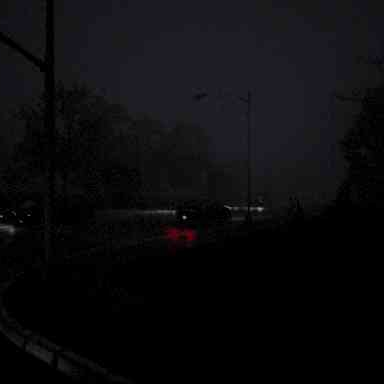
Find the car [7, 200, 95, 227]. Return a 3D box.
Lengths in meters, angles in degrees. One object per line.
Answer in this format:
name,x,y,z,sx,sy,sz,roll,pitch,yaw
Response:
car,-8.499,1.375,20.753,1.895,1.301,4.718,0,0,34

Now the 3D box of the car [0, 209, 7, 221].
car,-10.934,1.280,23.388,1.812,1.442,4.674,0,0,34

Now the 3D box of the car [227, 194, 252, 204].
car,7.515,1.015,52.249,2.128,1.511,4.902,0,0,32

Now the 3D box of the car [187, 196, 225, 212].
car,1.636,1.264,36.484,1.882,1.535,5.008,0,0,32

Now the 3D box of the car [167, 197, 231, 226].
car,0.856,1.308,22.039,2.128,1.511,4.902,0,0,33

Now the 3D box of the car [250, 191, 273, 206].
car,10.464,0.886,50.363,2.150,2.045,5.566,0,0,32

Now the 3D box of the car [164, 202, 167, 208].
car,-1.149,1.369,38.633,1.895,1.301,4.718,0,0,32
